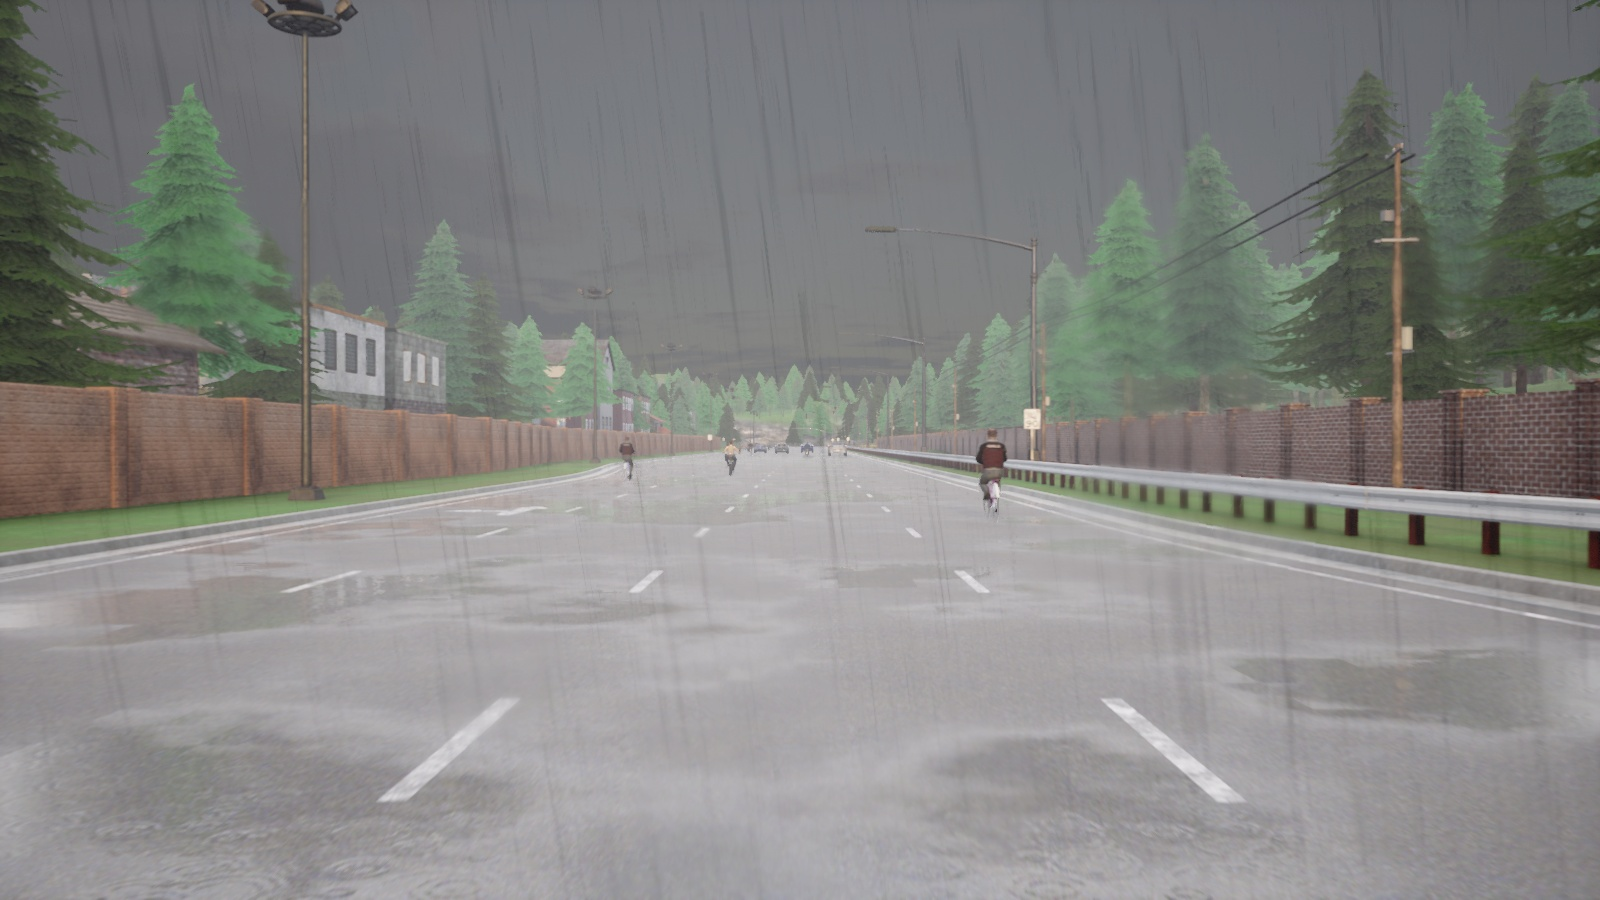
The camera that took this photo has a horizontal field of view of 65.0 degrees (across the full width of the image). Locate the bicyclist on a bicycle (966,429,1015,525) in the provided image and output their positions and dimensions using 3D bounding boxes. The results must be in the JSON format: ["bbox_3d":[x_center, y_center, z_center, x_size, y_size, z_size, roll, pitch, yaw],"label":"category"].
[{"bbox_3d":[3.652,0.484,24.167,0.659,1.776,1.843,0,1,0],"label":"bicyclist on a bicycle"}]
